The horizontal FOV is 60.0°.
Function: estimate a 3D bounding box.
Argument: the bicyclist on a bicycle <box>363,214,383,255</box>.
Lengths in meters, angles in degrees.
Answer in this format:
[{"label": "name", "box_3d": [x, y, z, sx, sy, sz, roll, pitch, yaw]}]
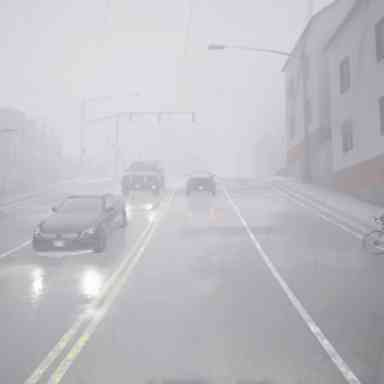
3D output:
[{"label": "bicyclist on a bicycle", "box_3d": [5.383, 0.901, 8.782, 1.656, 1.620, 0.582, 1, 6, 2]}]

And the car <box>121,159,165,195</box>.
[{"label": "car", "box_3d": [-3.069, -1.060, 21.905, 2.150, 2.045, 5.566, 0, 8, 2]}]

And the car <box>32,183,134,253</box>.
[{"label": "car", "box_3d": [-3.373, 0.776, 10.842, 1.812, 1.442, 4.674, 0, 7, 1]}]

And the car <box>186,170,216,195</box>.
[{"label": "car", "box_3d": [0.579, -0.727, 21.938, 1.812, 1.442, 4.674, 1, 7, 1]}]
